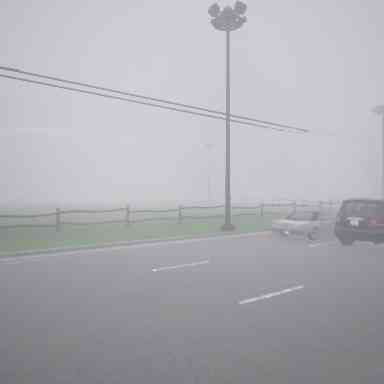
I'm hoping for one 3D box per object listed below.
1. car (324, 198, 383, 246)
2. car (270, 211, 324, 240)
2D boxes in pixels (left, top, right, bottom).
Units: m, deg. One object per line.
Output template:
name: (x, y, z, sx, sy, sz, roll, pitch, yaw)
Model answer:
car: (8.293, 1.257, 14.084, 5.566, 2.045, 2.150, 0, 0, -35)
car: (6.261, 1.615, 16.933, 4.718, 1.301, 1.895, 0, 0, -35)
